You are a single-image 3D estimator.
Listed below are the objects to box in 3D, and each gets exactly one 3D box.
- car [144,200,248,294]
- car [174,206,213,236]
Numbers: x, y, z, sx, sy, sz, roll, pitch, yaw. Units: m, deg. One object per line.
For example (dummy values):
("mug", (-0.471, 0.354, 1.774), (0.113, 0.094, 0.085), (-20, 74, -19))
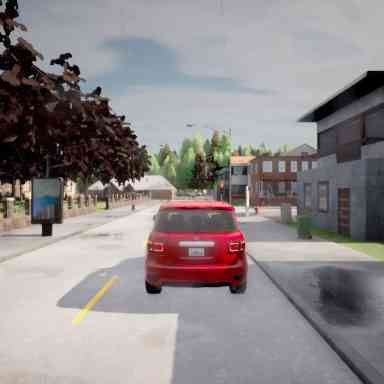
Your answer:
("car", (0.079, 1.221, 8.921), (2.150, 2.045, 5.566), (0, 0, 0))
("car", (0.065, 1.564, 19.289), (1.994, 1.385, 4.181), (0, 0, 0))
